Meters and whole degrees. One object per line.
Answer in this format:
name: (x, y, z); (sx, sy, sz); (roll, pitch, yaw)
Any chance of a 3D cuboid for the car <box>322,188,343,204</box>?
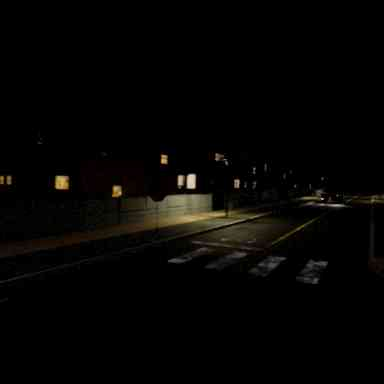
car: (18.747, 0.430, 44.322); (2.150, 2.045, 5.566); (2, 1, 29)
